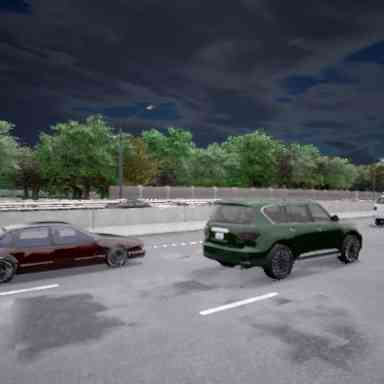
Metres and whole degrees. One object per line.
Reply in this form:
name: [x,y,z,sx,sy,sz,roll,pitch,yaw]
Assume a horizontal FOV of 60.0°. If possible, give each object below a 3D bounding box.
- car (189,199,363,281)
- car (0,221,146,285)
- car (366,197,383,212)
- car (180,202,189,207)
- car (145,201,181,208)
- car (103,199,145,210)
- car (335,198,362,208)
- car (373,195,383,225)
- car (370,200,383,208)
car: [2.889,1.216,10.108,5.566,2.045,2.150,0,0,-35]
car: [-4.038,1.548,9.465,5.357,1.411,2.033,0,0,-36]
car: [24.859,1.568,43.203,4.553,1.767,2.097,1,-1,-35]
car: [1.634,1.604,30.957,4.718,1.301,1.895,0,0,-35]
car: [-1.800,1.600,32.807,4.718,1.301,1.895,0,0,-36]
car: [-6.505,1.500,33.747,4.892,1.490,1.837,0,0,-36]
car: [27.259,1.878,57.763,4.902,1.511,2.128,1,-1,-35]
car: [14.571,1.245,22.745,5.566,2.045,2.150,0,0,-36]
car: [32.915,2.018,57.473,4.181,1.385,1.994,1,-1,-35]
